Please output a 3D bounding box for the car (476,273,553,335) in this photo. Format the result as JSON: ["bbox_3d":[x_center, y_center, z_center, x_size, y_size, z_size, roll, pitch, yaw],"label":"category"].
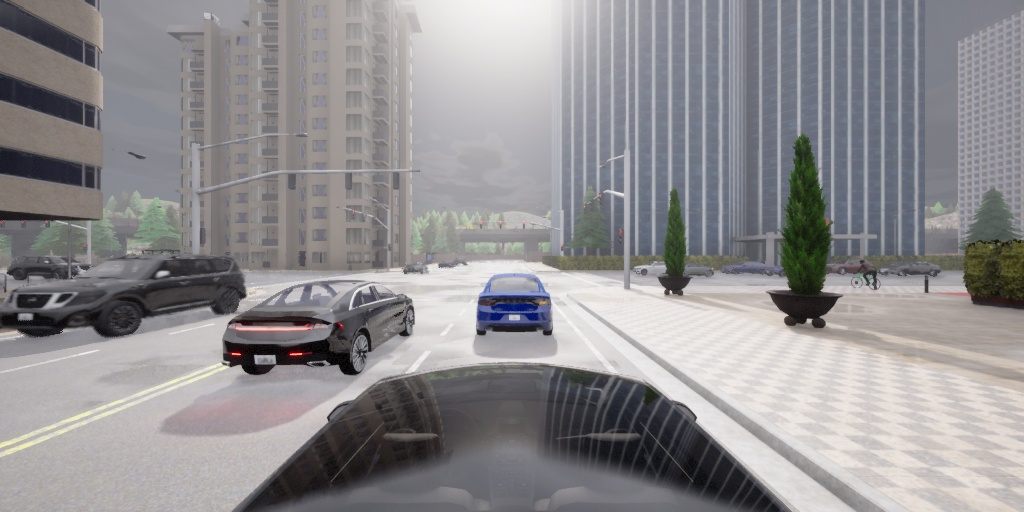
[{"bbox_3d":[0.071,1.228,10.493,1.882,1.535,5.008,0,0,0],"label":"car"}]

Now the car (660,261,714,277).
[{"bbox_3d":[16.993,1.314,34.382,4.181,1.385,1.994,0,0,-1],"label":"car"}]

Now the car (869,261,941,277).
[{"bbox_3d":[38.234,1.242,34.586,4.902,1.511,2.128,0,0,0],"label":"car"}]

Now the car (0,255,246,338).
[{"bbox_3d":[-10.604,0.971,10.578,2.150,2.045,5.566,0,0,0],"label":"car"}]

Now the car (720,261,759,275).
[{"bbox_3d":[24.617,1.275,37.958,4.674,1.442,1.812,0,0,0],"label":"car"}]

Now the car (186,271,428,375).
[{"bbox_3d":[-3.446,1.242,7.455,2.128,1.511,4.902,0,0,0],"label":"car"}]

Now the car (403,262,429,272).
[{"bbox_3d":[-10.622,1.314,39.784,1.994,1.385,4.181,0,0,0],"label":"car"}]

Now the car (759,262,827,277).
[{"bbox_3d":[26.912,1.276,34.479,4.674,1.442,1.812,0,0,0],"label":"car"}]

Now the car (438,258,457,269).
[{"bbox_3d":[-10.617,1.351,57.646,1.895,1.301,4.718,0,0,0],"label":"car"}]

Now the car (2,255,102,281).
[{"bbox_3d":[-38.488,0.971,30.110,5.566,2.045,2.150,0,0,0],"label":"car"}]

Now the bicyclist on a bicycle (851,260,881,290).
[{"bbox_3d":[19.632,1.051,19.926,0.582,1.620,1.656,0,0,-1],"label":"bicyclist on a bicycle"}]

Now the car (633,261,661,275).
[{"bbox_3d":[15.190,1.276,37.863,4.674,1.442,1.812,0,0,-1],"label":"car"}]

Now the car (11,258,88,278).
[{"bbox_3d":[-43.385,1.102,33.732,4.553,1.767,2.097,0,0,-1],"label":"car"}]

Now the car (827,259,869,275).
[{"bbox_3d":[35.555,1.102,38.064,4.553,1.767,2.097,0,0,0],"label":"car"}]
